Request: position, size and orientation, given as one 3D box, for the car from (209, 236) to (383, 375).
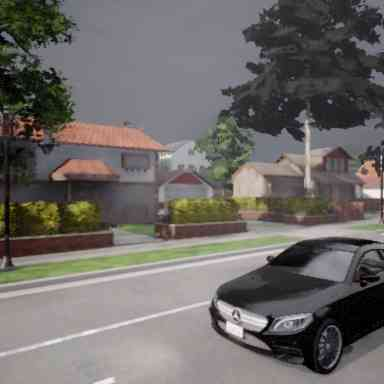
[{"bbox_3d":[2.435,1.562,5.790,4.674,1.442,1.812,0,-1,-36],"label":"car"}]
